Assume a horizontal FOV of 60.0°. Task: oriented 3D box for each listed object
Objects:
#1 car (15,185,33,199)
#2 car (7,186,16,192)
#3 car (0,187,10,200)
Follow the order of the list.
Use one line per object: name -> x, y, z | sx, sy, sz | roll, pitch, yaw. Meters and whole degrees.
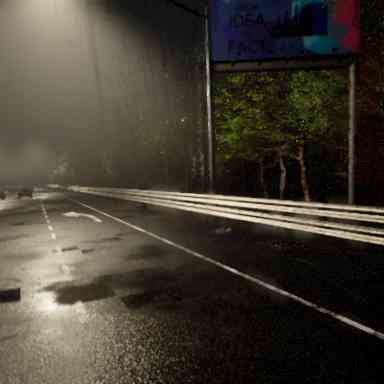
car -> -24.731, 0.185, 49.293 | 1.837, 1.490, 4.892 | -3, 3, -25
car -> -43.324, -0.485, 80.098 | 1.882, 1.535, 5.008 | -3, 3, -25
car -> -27.900, 0.398, 47.830 | 2.033, 1.411, 5.357 | -3, 3, -25
